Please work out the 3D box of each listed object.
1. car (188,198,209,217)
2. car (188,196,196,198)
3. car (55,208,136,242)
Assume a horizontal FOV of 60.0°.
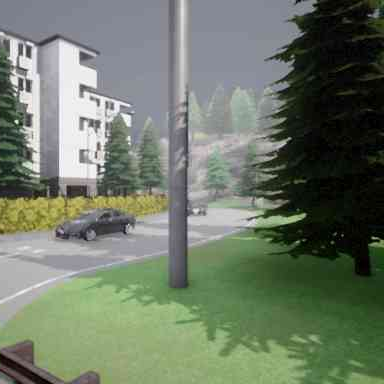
[{"bbox_3d":[0.678,1.662,34.151,2.128,1.511,4.902,0,0,7],"label":"car"},{"bbox_3d":[-0.181,1.364,50.226,1.882,1.535,5.008,0,0,-19],"label":"car"},{"bbox_3d":[-5.007,1.676,17.931,1.837,1.490,4.892,0,0,29],"label":"car"}]
